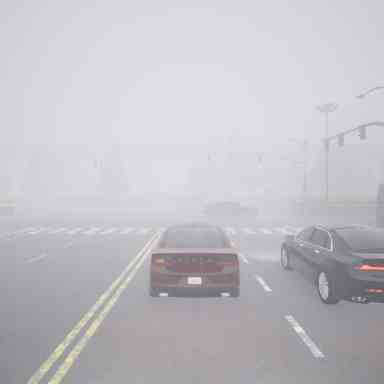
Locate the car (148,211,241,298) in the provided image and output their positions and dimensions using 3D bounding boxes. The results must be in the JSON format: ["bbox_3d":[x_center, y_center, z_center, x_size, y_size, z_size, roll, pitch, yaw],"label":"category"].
[{"bbox_3d":[0.057,1.478,8.591,1.882,1.535,5.008,0,0,0],"label":"car"}]

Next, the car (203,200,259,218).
[{"bbox_3d":[3.442,1.505,29.441,4.892,1.490,1.837,0,0,0],"label":"car"}]

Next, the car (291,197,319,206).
[{"bbox_3d":[16.571,1.505,47.091,4.892,1.490,1.837,0,0,0],"label":"car"}]

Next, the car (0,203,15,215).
[{"bbox_3d":[-20.302,1.477,33.029,5.008,1.535,1.882,0,0,0],"label":"car"}]

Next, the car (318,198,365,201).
[{"bbox_3d":[17.974,1.564,40.087,4.181,1.385,1.994,0,0,0],"label":"car"}]

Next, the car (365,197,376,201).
[{"bbox_3d":[20.490,1.547,43.577,5.357,1.411,2.033,0,0,0],"label":"car"}]

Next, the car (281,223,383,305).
[{"bbox_3d":[3.555,1.505,8.078,1.837,1.490,4.892,0,0,0],"label":"car"}]
